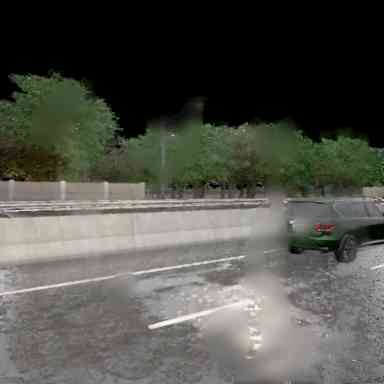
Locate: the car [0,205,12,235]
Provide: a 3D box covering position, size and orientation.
[{"bbox_3d":[-12.039,1.504,16.894,4.892,1.490,1.837,0,0,-35],"label":"car"}]

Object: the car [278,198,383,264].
[{"bbox_3d":[5.559,1.227,12.130,5.566,2.045,2.150,0,0,-35],"label":"car"}]

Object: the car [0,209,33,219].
[{"bbox_3d":[-9.476,1.493,14.423,4.902,1.511,2.128,0,0,-35],"label":"car"}]
